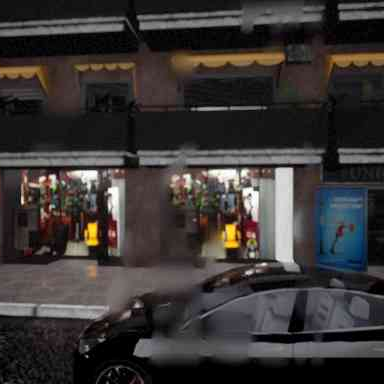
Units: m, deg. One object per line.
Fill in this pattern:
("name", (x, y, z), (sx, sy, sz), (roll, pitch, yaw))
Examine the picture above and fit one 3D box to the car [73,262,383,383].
("car", (0.855, 1.564, 3.875), (4.313, 1.339, 1.947), (0, 0, 6))
